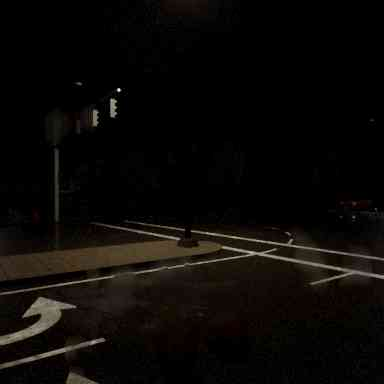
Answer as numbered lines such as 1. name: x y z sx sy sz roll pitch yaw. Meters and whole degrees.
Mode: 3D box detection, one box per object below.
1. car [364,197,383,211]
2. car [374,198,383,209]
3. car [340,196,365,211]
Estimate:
1. car: 22.821 1.547 38.873 5.357 1.411 2.033 0 0 -35
2. car: 27.424 1.564 46.433 4.181 1.385 1.994 0 0 -36
3. car: 20.409 1.352 41.405 4.553 1.767 2.097 0 0 -36
